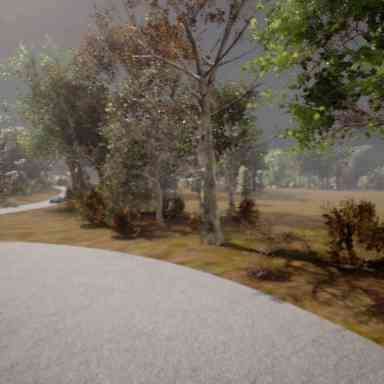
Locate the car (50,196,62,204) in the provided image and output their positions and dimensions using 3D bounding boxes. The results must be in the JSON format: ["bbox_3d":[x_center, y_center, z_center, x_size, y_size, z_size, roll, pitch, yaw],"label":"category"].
[{"bbox_3d":[-25.596,1.402,63.184,1.994,1.385,4.181,-2,2,-10],"label":"car"}]
